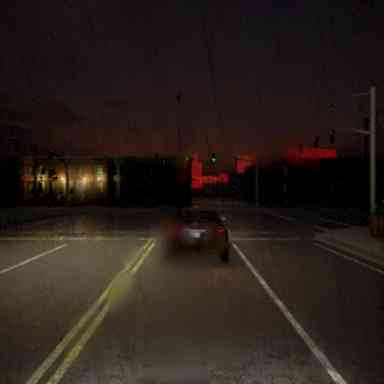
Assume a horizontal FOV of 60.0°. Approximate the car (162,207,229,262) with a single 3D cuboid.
[{"bbox_3d":[0.208,1.316,12.212,2.097,1.767,4.553,0,0,3],"label":"car"}]
